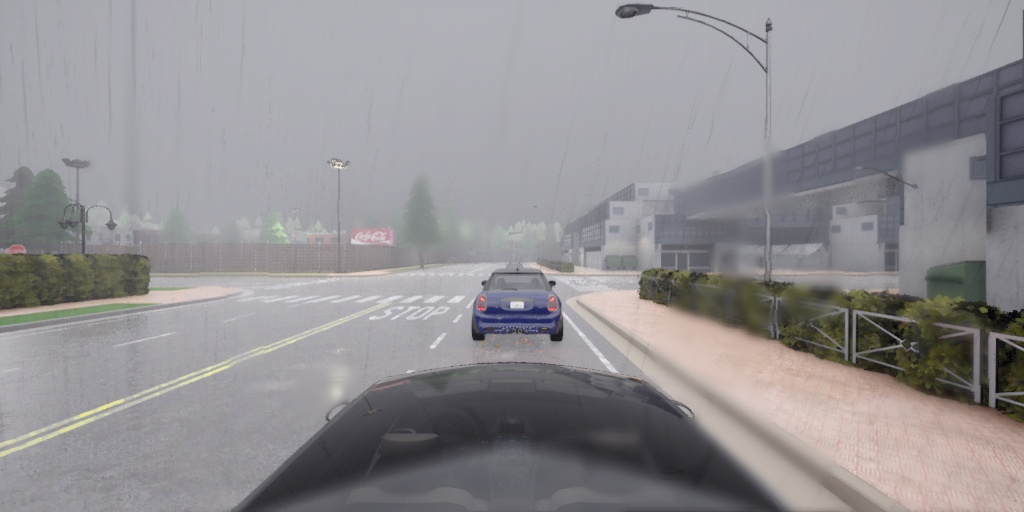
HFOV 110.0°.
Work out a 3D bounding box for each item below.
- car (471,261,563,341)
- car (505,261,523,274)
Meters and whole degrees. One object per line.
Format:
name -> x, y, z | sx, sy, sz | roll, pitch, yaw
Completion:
car -> 0.179, 1.098, 9.992 | 2.097, 1.767, 4.553 | 0, 0, 2
car -> 0.316, 1.295, 41.861 | 1.994, 1.385, 4.181 | 0, 0, 1
